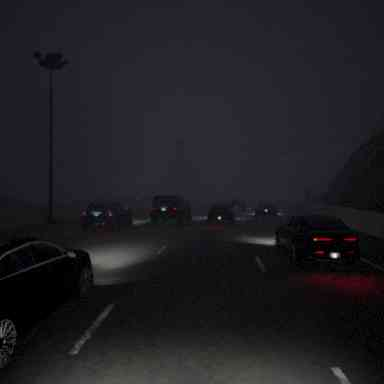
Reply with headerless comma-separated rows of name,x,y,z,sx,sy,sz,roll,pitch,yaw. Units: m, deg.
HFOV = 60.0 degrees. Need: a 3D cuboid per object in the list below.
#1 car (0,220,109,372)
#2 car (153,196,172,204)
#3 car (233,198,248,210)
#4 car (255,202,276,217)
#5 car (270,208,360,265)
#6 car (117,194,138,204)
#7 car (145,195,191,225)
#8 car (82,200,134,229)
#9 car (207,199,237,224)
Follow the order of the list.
car,-3.197,1.487,5.537,2.128,1.511,4.902,0,0,2
car,-5.574,1.565,64.153,1.994,1.385,4.181,0,0,21
car,5.978,1.524,42.505,1.837,1.490,4.892,0,0,15
car,6.877,1.583,31.070,1.994,1.385,4.181,0,0,11
car,4.175,1.515,11.718,1.837,1.490,4.892,0,0,4
car,-12.598,1.346,65.402,2.097,1.767,4.553,0,0,20
car,-1.441,1.224,24.313,2.150,2.045,5.566,0,0,9
car,-5.321,1.347,21.577,2.097,1.767,4.553,0,0,7
car,2.248,1.515,25.043,1.837,1.490,4.892,0,0,9
